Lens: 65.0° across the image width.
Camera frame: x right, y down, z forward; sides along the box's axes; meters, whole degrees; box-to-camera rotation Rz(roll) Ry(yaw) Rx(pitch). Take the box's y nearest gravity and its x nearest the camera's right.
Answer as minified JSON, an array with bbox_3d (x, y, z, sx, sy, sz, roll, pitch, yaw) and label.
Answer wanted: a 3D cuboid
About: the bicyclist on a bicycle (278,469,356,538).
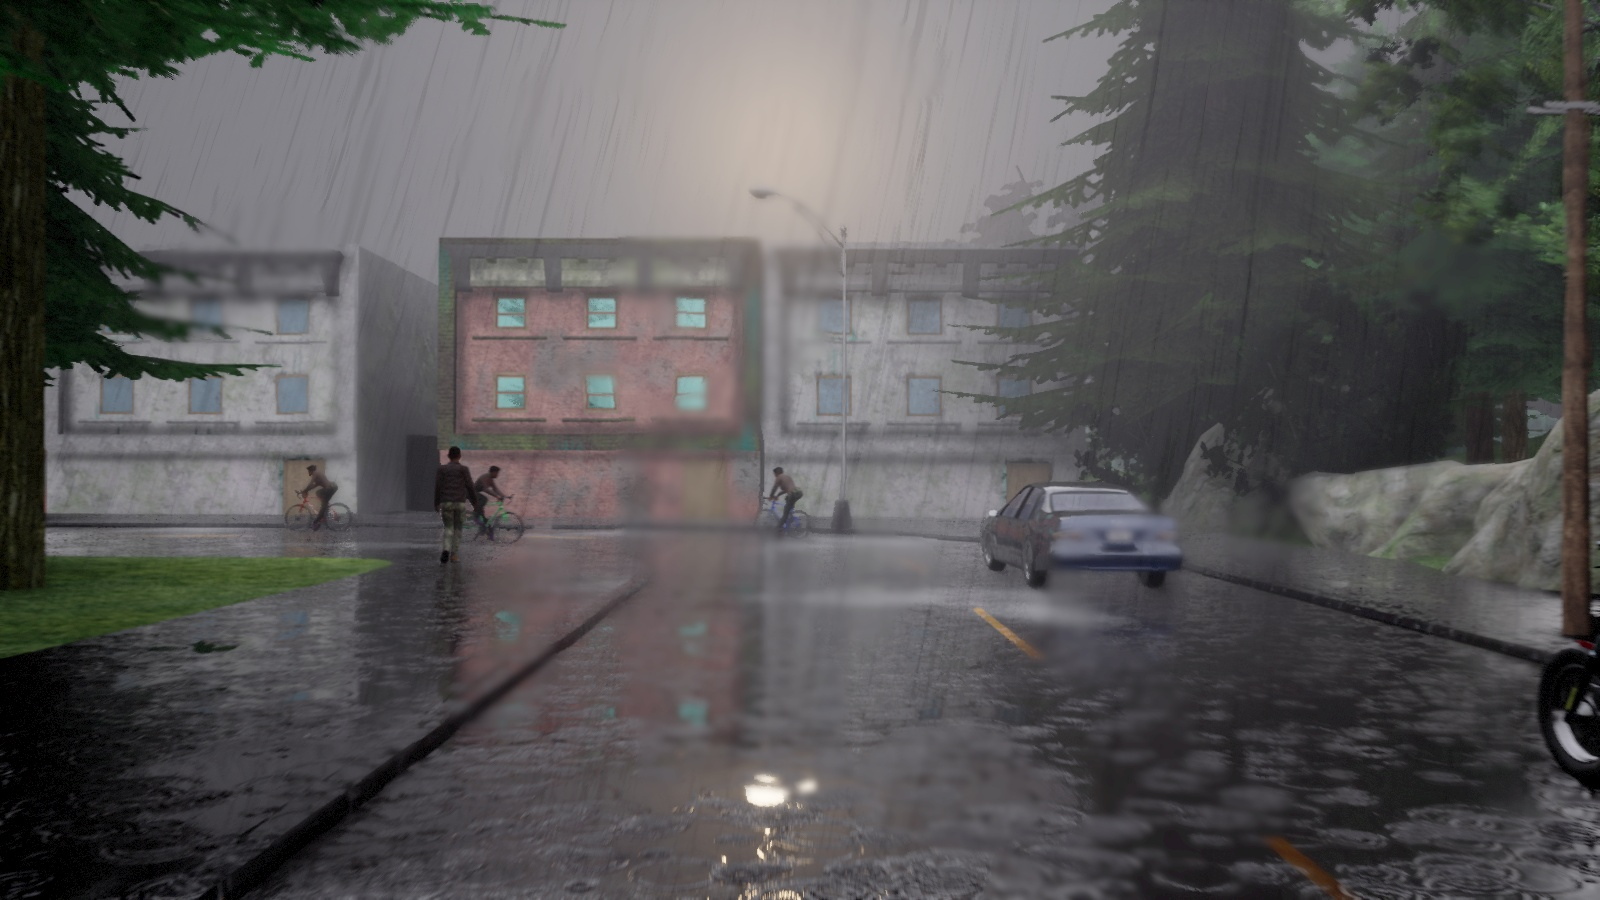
[{"bbox_3d":[-11.684,1.288,30.409,1.656,1.620,0.582,-1,-1,1],"label":"bicyclist on a bicycle"}]

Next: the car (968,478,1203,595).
[{"bbox_3d":[3.891,1.130,18.219,2.033,1.411,5.357,0,-1,-2],"label":"car"}]

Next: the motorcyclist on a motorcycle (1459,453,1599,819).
[{"bbox_3d":[3.986,0.836,5.660,0.766,1.649,2.350,0,-1,0],"label":"motorcyclist on a motorcycle"}]

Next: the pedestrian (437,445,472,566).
[{"bbox_3d":[-5.336,0.847,19.427,0.431,1.840,0.703,0,-1,-8],"label":"pedestrian"}]

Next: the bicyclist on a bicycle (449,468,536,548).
[{"bbox_3d":[-6.395,1.201,26.134,1.656,1.620,0.582,0,1,12],"label":"bicyclist on a bicycle"}]

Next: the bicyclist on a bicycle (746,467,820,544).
[{"bbox_3d":[-0.389,1.200,27.517,1.656,1.620,0.582,-1,0,44],"label":"bicyclist on a bicycle"}]

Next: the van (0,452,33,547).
[{"bbox_3d":[-18.949,1.055,26.485,4.442,1.987,1.775,0,-1,0],"label":"van"}]
